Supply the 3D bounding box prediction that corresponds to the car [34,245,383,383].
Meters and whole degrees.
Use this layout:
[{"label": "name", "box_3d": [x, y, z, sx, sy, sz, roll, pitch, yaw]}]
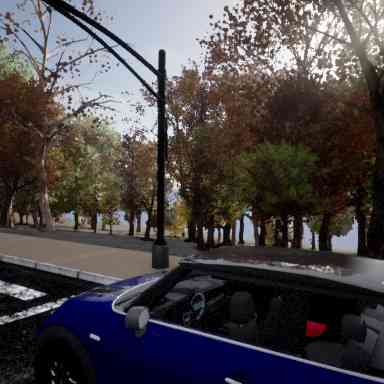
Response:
[{"label": "car", "box_3d": [0.452, 1.352, 3.337, 4.553, 1.767, 2.097, 0, 0, 34]}]
